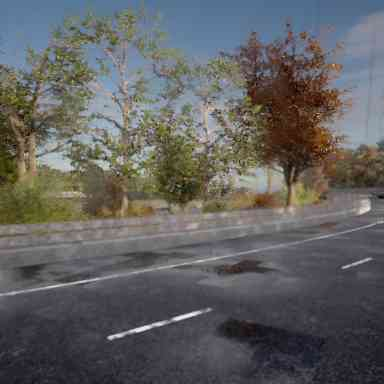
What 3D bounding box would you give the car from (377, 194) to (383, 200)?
[{"bbox_3d":[46.769,1.183,80.651,1.882,1.535,5.008,0,0,5],"label":"car"}]
